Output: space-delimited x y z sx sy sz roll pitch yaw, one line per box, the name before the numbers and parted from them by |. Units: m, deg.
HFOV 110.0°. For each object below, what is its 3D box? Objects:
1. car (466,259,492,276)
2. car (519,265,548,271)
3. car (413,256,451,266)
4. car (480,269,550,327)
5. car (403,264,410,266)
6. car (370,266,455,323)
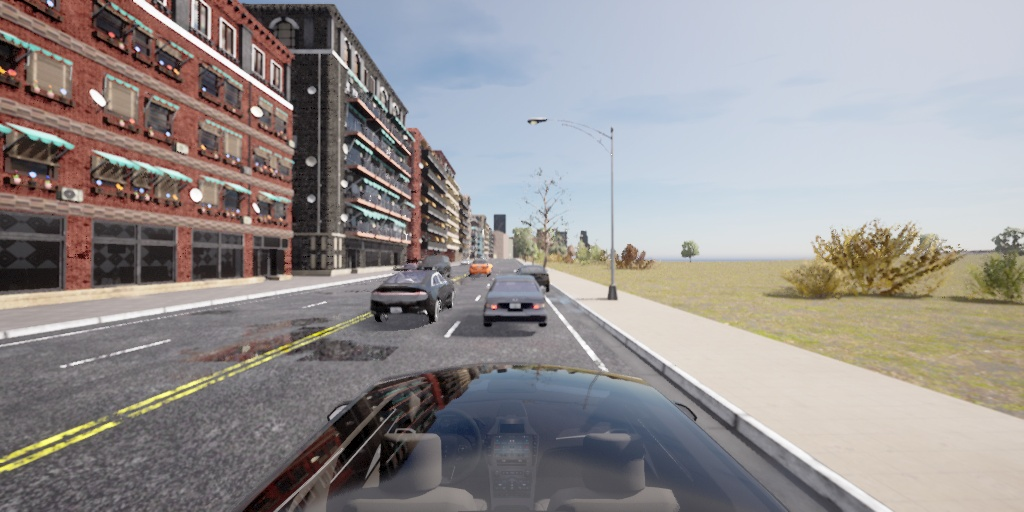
car | -3.157 1.130 37.016 2.097 1.767 4.553 0 0 0
car | 1.135 1.245 21.314 1.882 1.535 5.008 0 0 0
car | -6.606 0.996 30.867 2.150 2.045 5.566 0 0 0
car | 0.103 1.306 11.552 2.033 1.411 5.357 0 0 0
car | -9.857 1.378 34.457 1.895 1.301 4.718 0 0 0
car | -3.152 1.251 12.176 2.128 1.511 4.902 0 0 0
